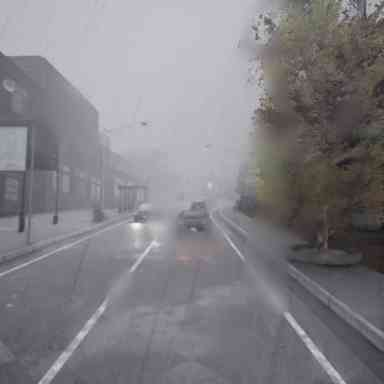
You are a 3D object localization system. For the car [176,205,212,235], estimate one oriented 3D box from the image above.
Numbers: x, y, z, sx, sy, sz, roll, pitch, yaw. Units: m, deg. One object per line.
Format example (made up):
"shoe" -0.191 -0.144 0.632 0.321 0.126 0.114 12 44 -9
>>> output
"car" 0.107 1.651 19.070 1.895 1.301 4.718 0 0 0

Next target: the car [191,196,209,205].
"car" 0.981 1.593 41.924 1.837 1.490 4.892 -1 0 5

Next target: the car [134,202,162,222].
"car" -3.509 1.598 27.177 1.812 1.442 4.674 0 0 1

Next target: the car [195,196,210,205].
"car" 2.195 1.673 67.636 1.837 1.490 4.892 -2 0 16
